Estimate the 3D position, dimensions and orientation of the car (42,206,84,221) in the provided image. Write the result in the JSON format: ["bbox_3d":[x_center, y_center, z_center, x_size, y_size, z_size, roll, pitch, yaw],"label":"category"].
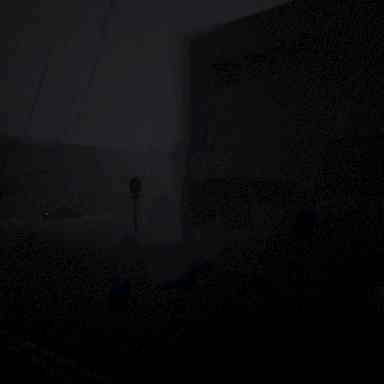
[{"bbox_3d":[-13.333,2.189,34.571,1.994,1.385,4.181,0,-1,30],"label":"car"}]
